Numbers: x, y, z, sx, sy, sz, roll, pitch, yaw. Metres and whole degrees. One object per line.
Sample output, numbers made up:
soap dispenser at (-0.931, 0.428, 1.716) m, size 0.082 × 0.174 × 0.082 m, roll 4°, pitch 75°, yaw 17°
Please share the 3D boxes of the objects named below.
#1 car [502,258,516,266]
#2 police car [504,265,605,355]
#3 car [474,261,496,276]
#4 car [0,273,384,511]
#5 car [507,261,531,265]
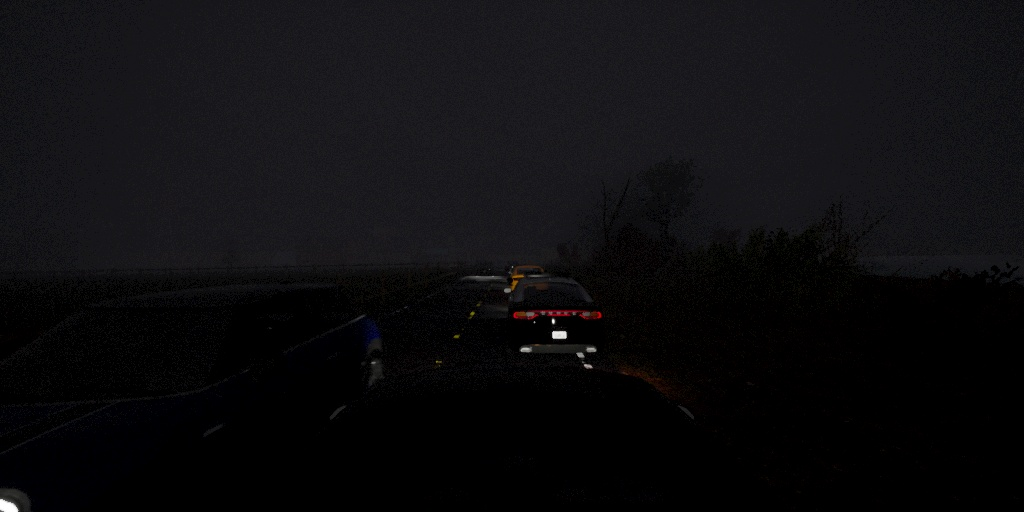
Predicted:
car at (0.072, 1.331, 46.627) m, size 1.994 × 1.385 × 4.181 m, roll 0°, pitch 0°, yaw 0°
police car at (0.829, 1.174, 8.838) m, size 1.930 × 1.638 × 5.238 m, roll 0°, pitch 0°, yaw 0°
car at (-2.730, 1.262, 37.321) m, size 1.837 × 1.490 × 4.892 m, roll 0°, pitch 0°, yaw 0°
car at (-2.851, 1.101, 3.166) m, size 2.097 × 1.767 × 4.553 m, roll 0°, pitch 0°, yaw 0°
car at (0.836, 1.226, 18.729) m, size 1.882 × 1.535 × 5.008 m, roll 0°, pitch 0°, yaw 0°
